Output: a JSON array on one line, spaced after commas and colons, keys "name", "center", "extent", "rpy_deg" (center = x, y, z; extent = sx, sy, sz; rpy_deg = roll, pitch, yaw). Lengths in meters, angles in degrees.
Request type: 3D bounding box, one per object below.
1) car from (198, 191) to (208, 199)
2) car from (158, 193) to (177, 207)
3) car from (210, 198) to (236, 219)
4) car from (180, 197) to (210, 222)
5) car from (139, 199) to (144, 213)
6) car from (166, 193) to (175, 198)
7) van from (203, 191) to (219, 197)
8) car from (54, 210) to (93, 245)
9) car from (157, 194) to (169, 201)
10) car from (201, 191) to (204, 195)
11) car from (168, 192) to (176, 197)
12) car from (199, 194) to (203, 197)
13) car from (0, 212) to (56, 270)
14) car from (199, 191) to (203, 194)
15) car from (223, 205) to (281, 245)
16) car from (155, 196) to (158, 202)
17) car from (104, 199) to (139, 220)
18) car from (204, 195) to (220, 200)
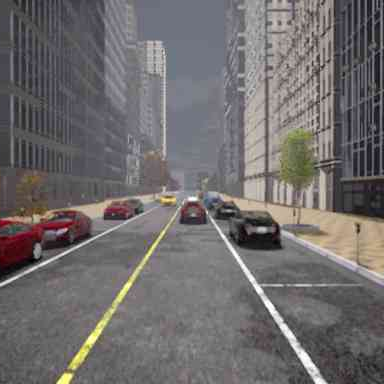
[{"name": "car", "center": [2.697, 0.673, 83.157], "extent": [2.192, 1.841, 5.009], "rpy_deg": [0, 0, 0]}, {"name": "car", "center": [-3.087, 1.149, 45.014], "extent": [1.882, 1.535, 5.008], "rpy_deg": [0, 1, 0]}, {"name": "car", "center": [2.693, 1.379, 26.238], "extent": [1.947, 1.339, 4.313], "rpy_deg": [0, 0, 0]}, {"name": "car", "center": [0.100, 1.352, 24.442], "extent": [1.812, 1.442, 4.674], "rpy_deg": [0, 0, 0]}, {"name": "car", "center": [-5.687, 1.337, 31.939], "extent": [1.947, 1.339, 4.313], "rpy_deg": [0, 0, 0]}, {"name": "car", "center": [-5.685, 0.860, 88.863], "extent": [2.008, 1.369, 4.403], "rpy_deg": [0, 0, 0]}, {"name": "van", "center": [2.695, 1.025, 43.314], "extent": [1.690, 1.788, 3.998], "rpy_deg": [0, 0, 0]}, {"name": "car", "center": [-5.688, 1.477, 14.862], "extent": [1.802, 1.307, 4.206], "rpy_deg": [0, 0, 0]}, {"name": "car", "center": [-5.686, 1.052, 66.094], "extent": [2.008, 1.369, 4.403], "rpy_deg": [0, 0, 0]}, {"name": "car", "center": [2.695, 1.080, 49.006], "extent": [1.967, 1.590, 4.097], "rpy_deg": [0, 0, 0]}, {"name": "car", "center": [-5.685, 0.825, 94.555], "extent": [1.947, 1.339, 4.313], "rpy_deg": [0, 0, 0]}, {"name": "car", "center": [0.101, 1.296, 41.911], "extent": [1.895, 1.301, 4.718], "rpy_deg": [0, 0, 0]}, {"name": "car", "center": [-5.688, 1.480, 9.168], "extent": [1.887, 1.381, 4.507], "rpy_deg": [0, 0, 0]}, {"name": "car", "center": [2.696, 0.769, 71.772], "extent": [2.192, 1.841, 5.009], "rpy_deg": [0, 0, 0]}, {"name": "car", "center": [2.693, 1.461, 14.854], "extent": [1.947, 1.339, 4.313], "rpy_deg": [0, 0, 0]}, {"name": "car", "center": [-5.686, 1.075, 60.231], "extent": [1.752, 1.417, 4.829], "rpy_deg": [0, 0, 0]}, {"name": "car", "center": [-5.687, 1.358, 26.246], "extent": [1.887, 1.381, 4.507], "rpy_deg": [0, 0, 0]}, {"name": "car", "center": [2.694, 1.294, 37.622], "extent": [1.947, 1.339, 4.313], "rpy_deg": [0, 0, 0]}]
